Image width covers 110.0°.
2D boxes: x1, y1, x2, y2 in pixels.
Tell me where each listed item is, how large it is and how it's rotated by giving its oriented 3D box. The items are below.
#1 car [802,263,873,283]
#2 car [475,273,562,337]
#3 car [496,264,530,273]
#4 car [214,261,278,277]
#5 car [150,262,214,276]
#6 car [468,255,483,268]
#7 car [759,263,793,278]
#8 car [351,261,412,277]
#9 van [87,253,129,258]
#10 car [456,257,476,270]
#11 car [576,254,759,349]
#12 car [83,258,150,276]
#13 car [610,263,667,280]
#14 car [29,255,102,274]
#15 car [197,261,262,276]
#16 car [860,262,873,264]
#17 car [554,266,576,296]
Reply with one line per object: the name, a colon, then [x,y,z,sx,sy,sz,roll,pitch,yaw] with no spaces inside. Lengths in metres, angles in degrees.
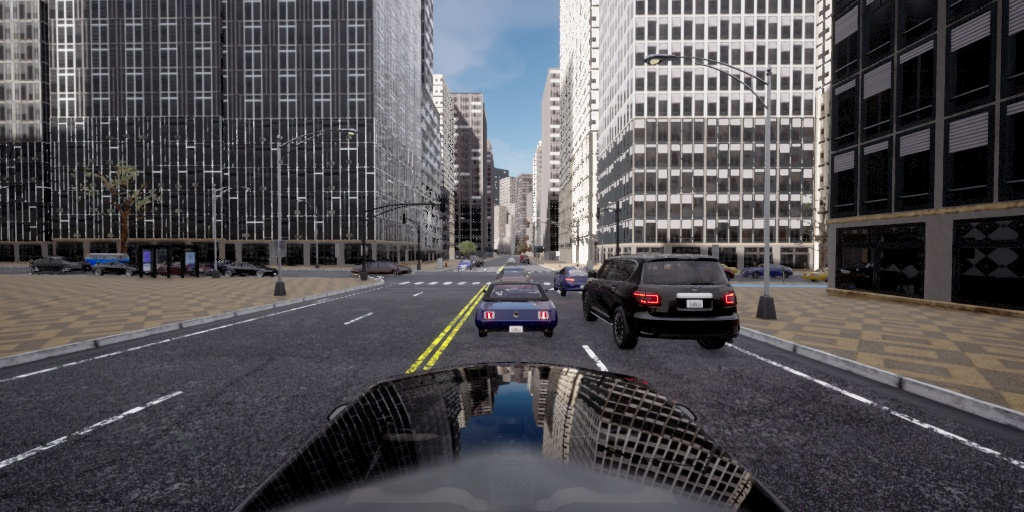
car: [27.602,1.578,30.539,4.829,1.417,1.751,0,0,1]
car: [0.090,1.347,10.224,1.895,1.301,4.718,0,0,0]
car: [0.078,1.305,18.961,1.994,1.385,4.181,0,0,0]
car: [-22.772,1.174,31.193,4.313,1.339,1.948,0,0,1]
car: [-28.456,1.138,31.318,4.207,1.307,1.802,0,0,1]
car: [-6.656,0.925,61.209,2.150,2.045,5.566,0,0,0]
car: [25.786,1.471,36.349,4.674,1.442,1.812,1,1,1]
car: [-12.323,1.200,34.058,5.357,1.411,2.033,0,1,-5]
van: [-45.340,0.605,40.129,3.998,1.789,1.690,0,0,1]
car: [-6.657,1.241,51.247,1.812,1.442,4.674,0,0,-2]
car: [3.341,0.968,9.264,2.150,2.045,5.566,0,0,0]
car: [-34.137,1.069,31.484,4.313,1.339,1.948,0,0,1]
car: [11.679,1.398,33.379,4.674,1.442,1.812,1,1,1]
car: [-42.965,0.884,34.299,4.892,1.490,1.837,1,1,1]
car: [-26.659,1.129,33.977,4.718,1.301,1.895,1,1,1]
car: [35.887,1.385,36.172,4.553,1.767,2.097,0,1,1]
car: [3.327,1.267,18.956,1.812,1.442,4.674,0,0,0]
